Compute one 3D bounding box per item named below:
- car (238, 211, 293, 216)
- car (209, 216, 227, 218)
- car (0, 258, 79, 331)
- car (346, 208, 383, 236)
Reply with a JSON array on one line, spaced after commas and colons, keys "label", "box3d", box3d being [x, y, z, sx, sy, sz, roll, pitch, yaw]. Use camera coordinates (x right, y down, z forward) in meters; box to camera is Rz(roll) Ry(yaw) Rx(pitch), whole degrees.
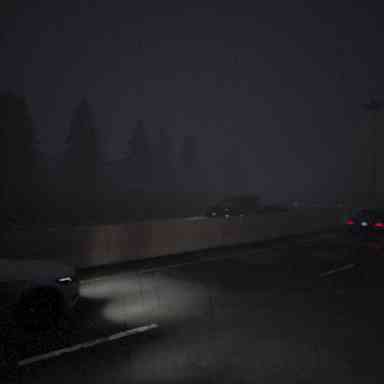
[{"label": "car", "box3d": [5.252, 1.607, 22.993, 1.895, 1.301, 4.718, 0, 0, 43]}, {"label": "car", "box3d": [3.462, 1.234, 26.189, 2.150, 2.045, 5.566, 0, 0, 42]}, {"label": "car", "box3d": [-4.227, 1.543, 5.201, 4.674, 1.442, 1.812, 0, 0, -36]}, {"label": "car", "box3d": [9.739, 1.536, 17.257, 2.033, 1.411, 5.357, 0, 0, 44]}]
